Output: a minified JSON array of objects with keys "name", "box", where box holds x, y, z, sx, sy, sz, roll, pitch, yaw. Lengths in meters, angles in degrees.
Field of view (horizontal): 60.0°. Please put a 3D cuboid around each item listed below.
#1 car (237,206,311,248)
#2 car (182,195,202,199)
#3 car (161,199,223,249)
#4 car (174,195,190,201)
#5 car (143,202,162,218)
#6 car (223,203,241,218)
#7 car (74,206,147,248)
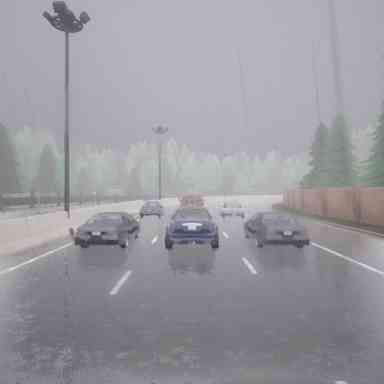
[{"name":"car","box":[3.500,1.560,14.650,2.033,1.411,5.357,0,0,0]},{"name":"car","box":[0.000,1.255,29.680,2.150,2.045,5.566,0,0,0]},{"name":"car","box":[0.000,1.363,14.620,2.097,1.767,4.553,0,0,0]},{"name":"car","box":[-2.399,1.423,78.031,1.994,1.385,4.181,0,0,26]},{"name":"car","box":[-3.500,1.561,29.650,2.033,1.411,5.357,0,0,0]},{"name":"car","box":[3.500,1.614,29.680,1.895,1.301,4.718,0,0,0]},{"name":"car","box":[-3.500,1.560,14.650,2.033,1.411,5.357,0,0,0]}]
